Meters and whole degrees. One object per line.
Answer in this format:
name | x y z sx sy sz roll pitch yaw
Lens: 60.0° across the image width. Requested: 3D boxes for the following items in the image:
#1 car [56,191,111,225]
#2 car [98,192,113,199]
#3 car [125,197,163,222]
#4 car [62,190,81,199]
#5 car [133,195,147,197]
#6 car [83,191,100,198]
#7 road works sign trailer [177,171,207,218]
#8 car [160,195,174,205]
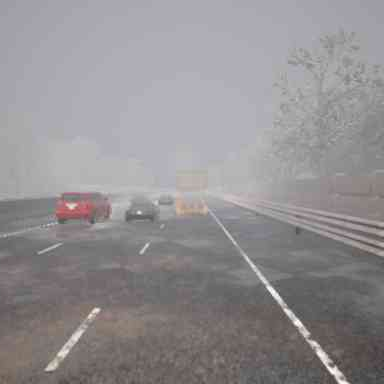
car | -6.902 0.954 21.720 2.150 2.045 5.566 0 1 0
car | -17.507 0.726 67.777 1.812 1.442 4.674 0 1 0
car | -3.403 1.275 23.455 1.994 1.385 4.181 0 1 0
car | -24.507 0.557 67.804 2.097 1.767 4.553 0 1 0
car | -6.904 1.035 43.915 1.994 1.385 4.181 0 1 0
car | -21.007 0.491 69.777 1.882 1.535 5.008 0 1 0
road works sign trailer | -0.003 0.145 26.016 2.380 3.560 2.880 0 1 0
car | -3.406 1.033 44.077 1.994 1.385 4.181 0 1 0
